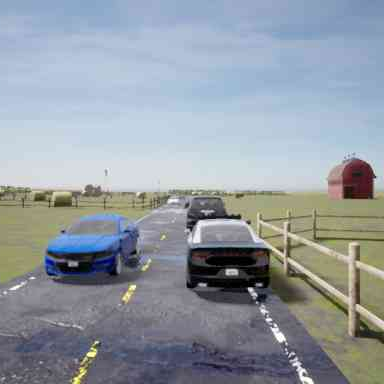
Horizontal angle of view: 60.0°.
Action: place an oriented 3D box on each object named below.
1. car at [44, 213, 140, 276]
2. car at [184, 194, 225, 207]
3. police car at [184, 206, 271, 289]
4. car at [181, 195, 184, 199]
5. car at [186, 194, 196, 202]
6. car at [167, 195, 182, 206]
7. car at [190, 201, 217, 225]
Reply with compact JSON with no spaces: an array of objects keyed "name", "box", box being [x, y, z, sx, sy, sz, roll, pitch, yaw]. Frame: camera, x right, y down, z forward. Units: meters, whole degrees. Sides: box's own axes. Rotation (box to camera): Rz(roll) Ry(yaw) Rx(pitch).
[{"name":"car","box":[-2.875,1.477,10.534,1.882,1.535,5.008,0,0,0]},{"name":"car","box":[0.779,1.222,19.259,2.150,2.045,5.566,0,0,0]},{"name":"police car","box":[0.802,1.424,9.340,1.930,1.638,5.238,0,0,0]},{"name":"car","box":[-0.077,1.540,46.080,2.033,1.411,5.357,0,0,0]},{"name":"car","box":[-0.163,1.257,71.673,2.097,1.767,4.553,0,0,0]},{"name":"car","box":[-2.964,1.515,53.910,1.812,1.442,4.674,0,0,0]},{"name":"car","box":[0.766,1.501,25.230,1.837,1.490,4.892,0,0,0]}]
